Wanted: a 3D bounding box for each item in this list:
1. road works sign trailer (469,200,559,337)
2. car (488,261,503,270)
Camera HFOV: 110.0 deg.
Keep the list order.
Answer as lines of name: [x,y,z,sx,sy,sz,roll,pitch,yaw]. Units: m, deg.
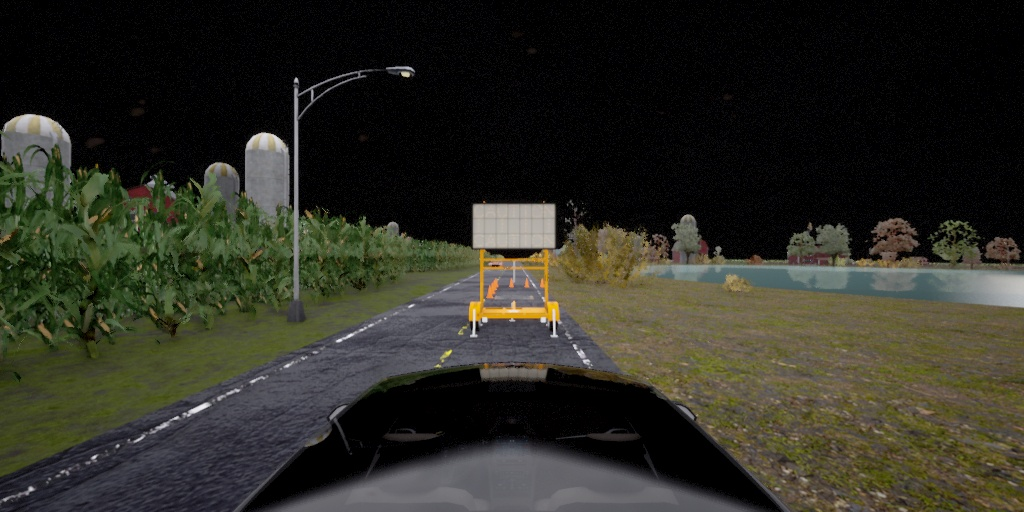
road works sign trailer: [0.061,0.220,10.274,2.380,3.560,2.880,0,0,0]
car: [-2.424,1.189,53.803,2.097,1.767,4.553,0,0,0]
